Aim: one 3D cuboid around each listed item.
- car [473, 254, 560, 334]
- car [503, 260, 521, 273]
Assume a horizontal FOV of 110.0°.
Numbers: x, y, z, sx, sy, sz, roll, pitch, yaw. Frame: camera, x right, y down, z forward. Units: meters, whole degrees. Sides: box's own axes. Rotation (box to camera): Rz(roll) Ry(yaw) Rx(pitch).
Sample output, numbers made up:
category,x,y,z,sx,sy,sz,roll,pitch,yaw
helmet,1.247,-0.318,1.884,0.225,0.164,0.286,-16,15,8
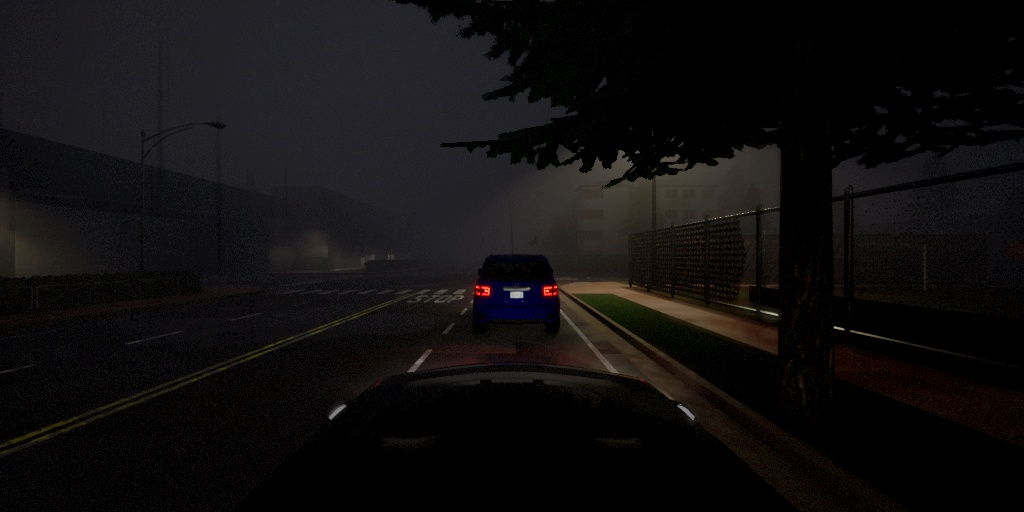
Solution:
category,x,y,z,sx,sy,sz,roll,pitch,yaw
car,0.113,0.970,10.780,2.150,2.045,5.566,0,0,0
car,0.015,1.234,45.649,2.128,1.511,4.902,0,0,0
